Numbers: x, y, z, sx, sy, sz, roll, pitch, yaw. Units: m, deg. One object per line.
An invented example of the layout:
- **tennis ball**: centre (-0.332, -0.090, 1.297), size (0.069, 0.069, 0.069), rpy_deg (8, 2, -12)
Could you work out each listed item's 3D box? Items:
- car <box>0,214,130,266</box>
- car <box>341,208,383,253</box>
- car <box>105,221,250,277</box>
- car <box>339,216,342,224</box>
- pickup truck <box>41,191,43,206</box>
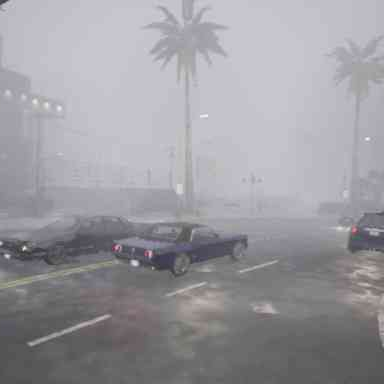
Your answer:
- **car**: centre (-3.632, 1.474, 11.559), size (2.033, 1.411, 5.357), rpy_deg (1, 0, 37)
- **car**: centre (8.302, 1.581, 13.529), size (4.553, 1.767, 2.097), rpy_deg (2, 0, -40)
- **car**: centre (-0.083, 1.614, 10.438), size (1.895, 1.301, 4.718), rpy_deg (1, 0, 40)
- **car**: centre (13.014, 1.928, 24.685), size (4.181, 1.385, 1.994), rpy_deg (1, 0, -24)
- **pickup truck**: centre (-16.275, 0.732, 32.797), size (6.274, 2.098, 2.390), rpy_deg (1, 0, 31)
